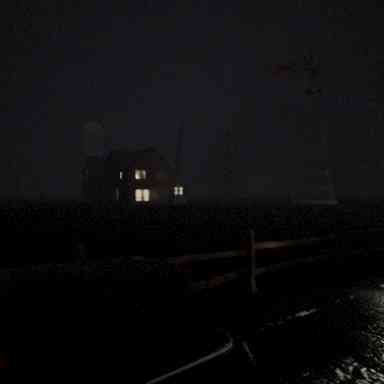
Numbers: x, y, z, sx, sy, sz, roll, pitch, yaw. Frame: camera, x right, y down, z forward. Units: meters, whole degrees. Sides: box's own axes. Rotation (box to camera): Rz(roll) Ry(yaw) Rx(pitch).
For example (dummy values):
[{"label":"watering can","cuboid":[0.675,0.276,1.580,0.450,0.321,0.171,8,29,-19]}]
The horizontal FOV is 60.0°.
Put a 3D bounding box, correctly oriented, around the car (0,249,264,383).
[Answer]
[{"label":"car","cuboid":[-1.679,1.353,1.871,4.553,1.767,2.097,0,0,-36]}]
